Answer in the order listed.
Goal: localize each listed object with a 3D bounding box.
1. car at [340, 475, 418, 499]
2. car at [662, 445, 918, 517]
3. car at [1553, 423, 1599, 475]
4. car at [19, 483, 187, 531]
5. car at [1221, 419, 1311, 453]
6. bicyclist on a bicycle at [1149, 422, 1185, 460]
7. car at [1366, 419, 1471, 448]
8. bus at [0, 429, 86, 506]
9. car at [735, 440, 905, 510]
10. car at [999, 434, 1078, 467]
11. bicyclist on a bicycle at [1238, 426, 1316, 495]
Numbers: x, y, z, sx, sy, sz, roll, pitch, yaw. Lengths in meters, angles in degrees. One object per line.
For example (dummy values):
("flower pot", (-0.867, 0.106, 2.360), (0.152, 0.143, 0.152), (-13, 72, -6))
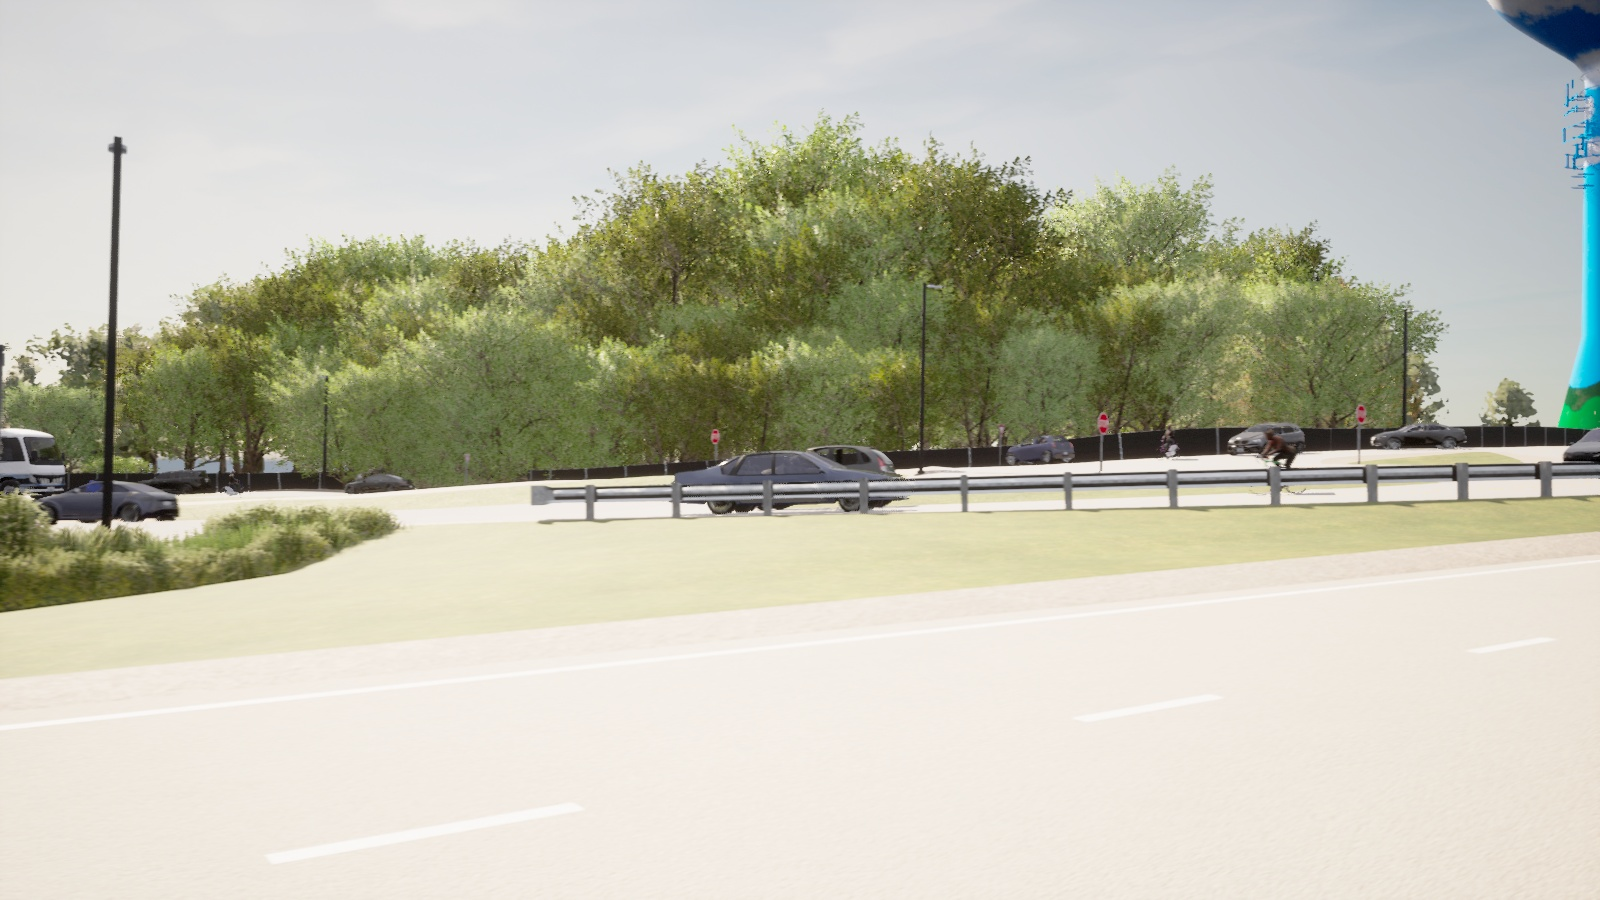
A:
("car", (-28.206, 2.469, 84.111), (4.674, 1.442, 1.812), (-2, -1, 12))
("car", (-0.201, 0.714, 28.265), (5.357, 1.411, 2.033), (-2, -2, 16))
("car", (24.226, -0.089, 37.214), (5.357, 1.411, 2.033), (-2, 1, -45))
("car", (-21.573, 1.745, 38.967), (4.181, 1.385, 1.994), (-1, -2, 6))
("car", (24.547, -0.745, 66.084), (4.611, 1.667, 2.242), (-2, 1, -36))
("bicyclist on a bicycle", (18.008, -0.436, 61.573), (1.843, 1.776, 0.659), (-3, 1, -36))
("car", (34.866, -0.933, 70.939), (4.902, 1.511, 2.128), (-1, 0, 10))
("bus", (-47.669, 1.143, 72.845), (10.273, 4.253, 3.944), (-2, -1, 3))
("car", (0.535, 0.660, 32.188), (3.988, 1.617, 1.851), (-2, -2, 14))
("car", (12.240, 0.025, 64.567), (1.845, 1.501, 3.633), (0, -3, -37))
("bicyclist on a bicycle", (11.717, 0.268, 30.888), (1.656, 1.620, 0.582), (-2, -1, -11))
